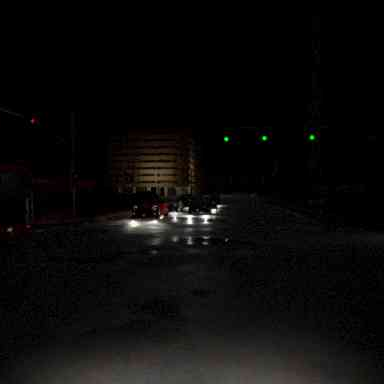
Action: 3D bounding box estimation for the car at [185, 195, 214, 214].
[{"bbox_3d":[0.823,1.350,32.430,1.812,1.442,4.674,0,0,8],"label":"car"}]

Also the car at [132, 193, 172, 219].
[{"bbox_3d":[-3.378,1.203,27.575,2.097,1.767,4.553,0,0,8],"label":"car"}]

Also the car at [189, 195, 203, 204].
[{"bbox_3d":[0.754,1.218,58.350,1.812,1.442,4.674,0,1,8],"label":"car"}]

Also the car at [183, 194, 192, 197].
[{"bbox_3d":[-0.835,1.105,46.575,2.097,1.767,4.553,0,0,8],"label":"car"}]

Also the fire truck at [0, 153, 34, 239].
[{"bbox_3d":[-11.594,0.304,14.451,8.468,3.827,2.891,0,0,8],"label":"fire truck"}]

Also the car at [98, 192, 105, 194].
[{"bbox_3d":[-19.795,0.854,68.535,4.605,1.855,1.932,0,0,8],"label":"car"}]

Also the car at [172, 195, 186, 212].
[{"bbox_3d":[-2.181,1.330,36.487,1.812,1.442,4.674,0,0,8],"label":"car"}]

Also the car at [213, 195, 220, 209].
[{"bbox_3d":[2.176,1.250,42.571,1.882,1.535,5.008,0,0,8],"label":"car"}]
